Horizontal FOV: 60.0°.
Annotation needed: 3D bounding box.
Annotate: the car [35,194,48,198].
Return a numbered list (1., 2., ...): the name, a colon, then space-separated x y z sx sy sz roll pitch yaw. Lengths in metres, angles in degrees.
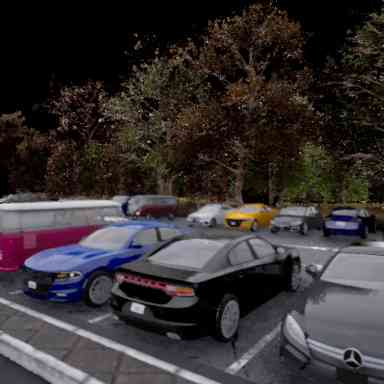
1. car: -12.134 1.327 32.149 2.185 1.767 4.553 1 0 36

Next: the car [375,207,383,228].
1. car: 10.530 1.265 15.751 2.435 2.045 5.566 0 0 36

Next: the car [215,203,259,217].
1. car: 3.769 1.501 20.662 2.097 1.535 5.008 0 0 36

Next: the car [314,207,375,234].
1. car: 8.301 1.541 17.426 2.163 1.488 4.792 0 0 36

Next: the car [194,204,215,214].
1. car: 1.508 1.536 22.288 2.002 1.452 4.674 0 0 36

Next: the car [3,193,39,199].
1. car: -16.662 1.154 35.408 2.435 2.045 5.566 1 0 36

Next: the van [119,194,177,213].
1. van: -3.080 1.257 25.446 1.878 1.987 4.442 0 0 36

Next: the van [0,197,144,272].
1. van: -3.784 1.277 10.120 1.878 1.987 4.442 0 0 36

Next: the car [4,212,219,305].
1. car: -1.591 1.508 8.403 2.097 1.535 5.008 0 0 36

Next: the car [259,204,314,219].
1. car: 6.030 1.508 19.035 2.231 1.521 4.892 0 0 36

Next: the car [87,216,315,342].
1. car: 0.661 1.513 6.768 2.097 1.535 5.008 0 0 36

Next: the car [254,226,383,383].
1. car: 2.924 1.558 5.147 2.002 1.452 4.674 0 0 36

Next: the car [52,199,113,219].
1. car: -9.895 1.464 30.492 2.097 1.535 5.008 0 0 36

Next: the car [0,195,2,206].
1. car: -27.891 1.146 43.454 2.231 1.521 4.892 2 1 36

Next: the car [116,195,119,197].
1. car: -5.289 1.225 27.145 2.435 2.045 5.566 0 0 36
